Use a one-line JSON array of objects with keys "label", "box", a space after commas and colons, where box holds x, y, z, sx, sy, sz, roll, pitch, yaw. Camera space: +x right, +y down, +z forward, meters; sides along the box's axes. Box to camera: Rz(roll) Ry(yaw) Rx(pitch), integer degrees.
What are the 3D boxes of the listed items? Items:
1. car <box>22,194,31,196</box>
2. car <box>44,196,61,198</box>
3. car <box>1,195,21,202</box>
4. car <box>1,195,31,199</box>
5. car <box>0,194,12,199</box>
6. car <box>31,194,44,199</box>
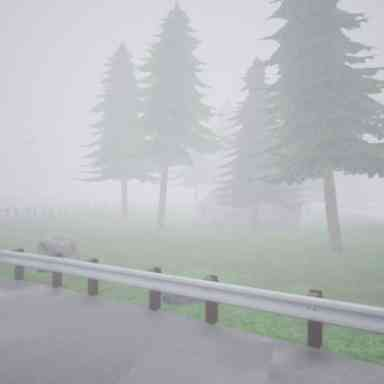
[{"label": "car", "box": [-39.955, 1.436, 80.271, 2.150, 2.045, 5.566, 0, 0, 0]}, {"label": "car", "box": [-32.939, 1.688, 79.776, 1.837, 1.490, 4.892, 0, 0, 0]}, {"label": "car", "box": [-43.444, 1.575, 79.848, 2.128, 1.511, 4.902, 0, 0, 0]}, {"label": "car", "box": [-34.216, 1.772, 64.797, 1.895, 1.301, 4.718, 0, 0, 12]}, {"label": "car", "box": [-37.684, 1.412, 65.277, 2.150, 2.045, 5.566, 0, 0, 12]}, {"label": "car", "box": [-36.476, 1.677, 80.989, 1.882, 1.535, 5.008, 0, 0, 0]}]
